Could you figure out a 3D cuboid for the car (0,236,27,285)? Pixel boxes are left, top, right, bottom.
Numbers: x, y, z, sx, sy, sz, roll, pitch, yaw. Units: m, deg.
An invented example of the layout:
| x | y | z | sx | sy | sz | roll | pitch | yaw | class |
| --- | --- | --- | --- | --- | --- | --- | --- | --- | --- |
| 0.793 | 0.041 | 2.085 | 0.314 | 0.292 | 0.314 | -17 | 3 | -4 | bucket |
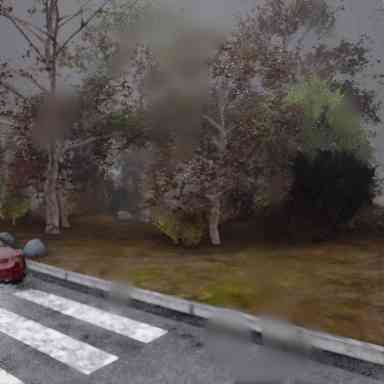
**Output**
| x | y | z | sx | sy | sz | roll | pitch | yaw | class |
| --- | --- | --- | --- | --- | --- | --- | --- | --- | --- |
| -5.908 | 1.534 | 8.353 | 4.181 | 1.385 | 1.994 | 0 | 0 | 40 | car |
